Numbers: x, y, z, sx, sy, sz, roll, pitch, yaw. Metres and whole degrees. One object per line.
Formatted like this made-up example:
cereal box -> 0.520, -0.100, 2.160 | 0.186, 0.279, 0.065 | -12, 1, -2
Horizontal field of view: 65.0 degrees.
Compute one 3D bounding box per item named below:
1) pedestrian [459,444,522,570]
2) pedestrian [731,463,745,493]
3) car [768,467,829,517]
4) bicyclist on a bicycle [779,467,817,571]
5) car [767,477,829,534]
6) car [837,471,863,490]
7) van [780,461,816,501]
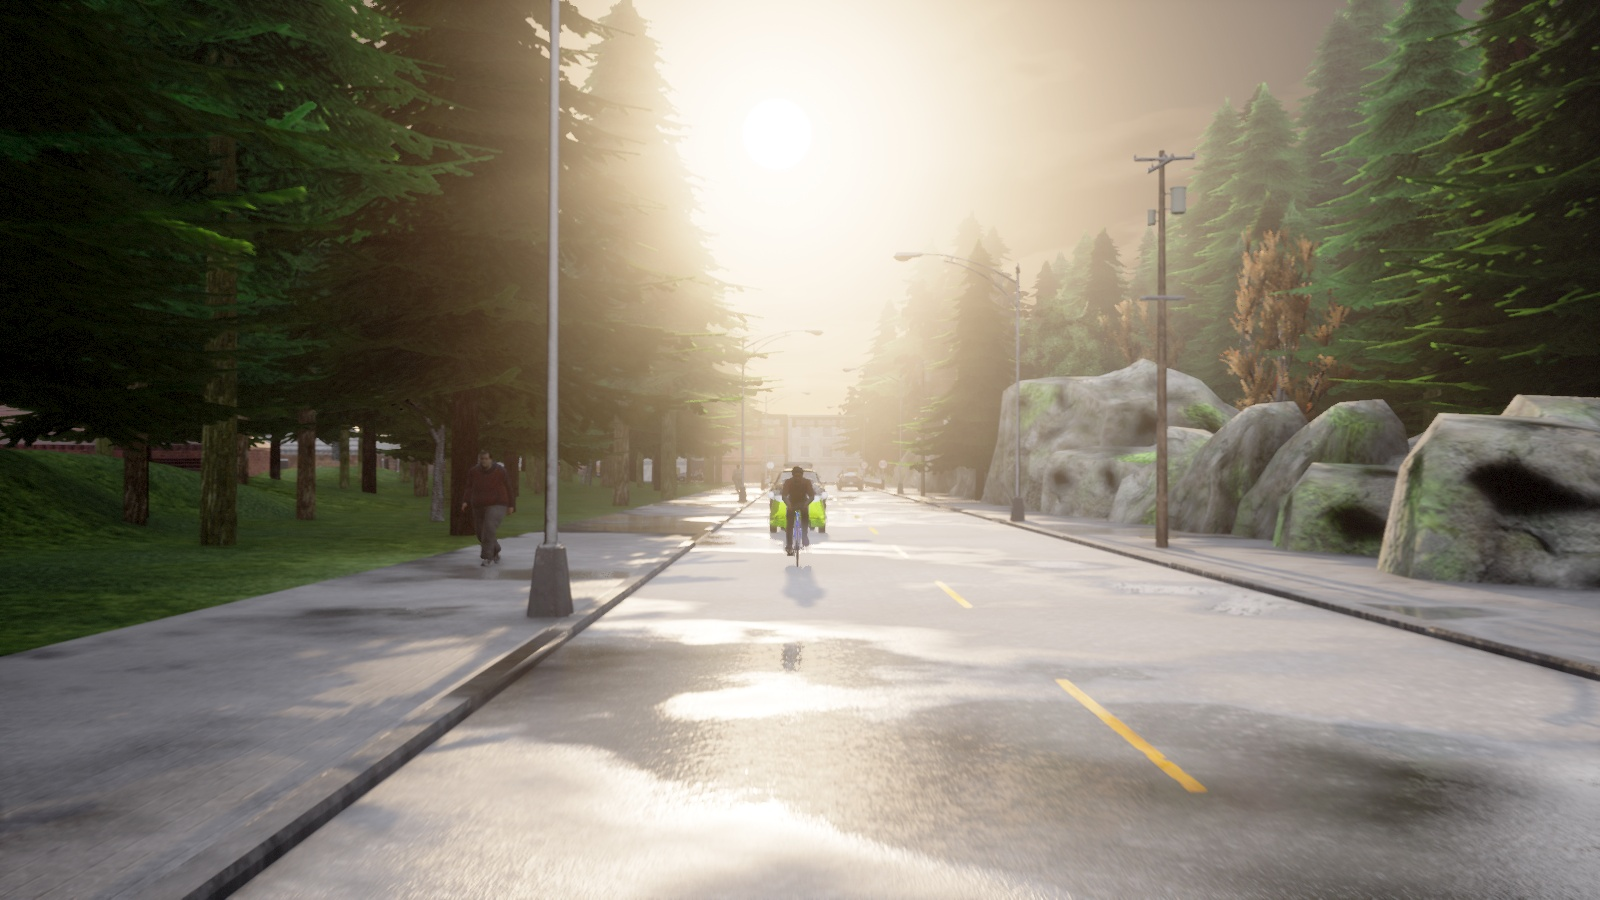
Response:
pedestrian -> -4.641, 0.835, 18.866 | 0.634, 1.844, 0.899 | 0, -1, 9
pedestrian -> -3.834, 1.752, 77.813 | 0.874, 1.855, 0.900 | 0, -1, -3
car -> -0.058, 1.432, 44.132 | 2.033, 1.649, 4.856 | 0, -1, 0
bicyclist on a bicycle -> -0.031, 1.083, 20.345 | 0.582, 1.620, 1.656 | 0, -1, 0
car -> -0.043, 1.355, 31.229 | 1.481, 1.376, 2.207 | 0, -1, 0
car -> 3.863, 2.341, 97.230 | 1.812, 1.442, 4.674 | 0, -1, 0
van -> -0.083, 1.578, 64.762 | 1.775, 1.987, 4.442 | 0, -1, 0
